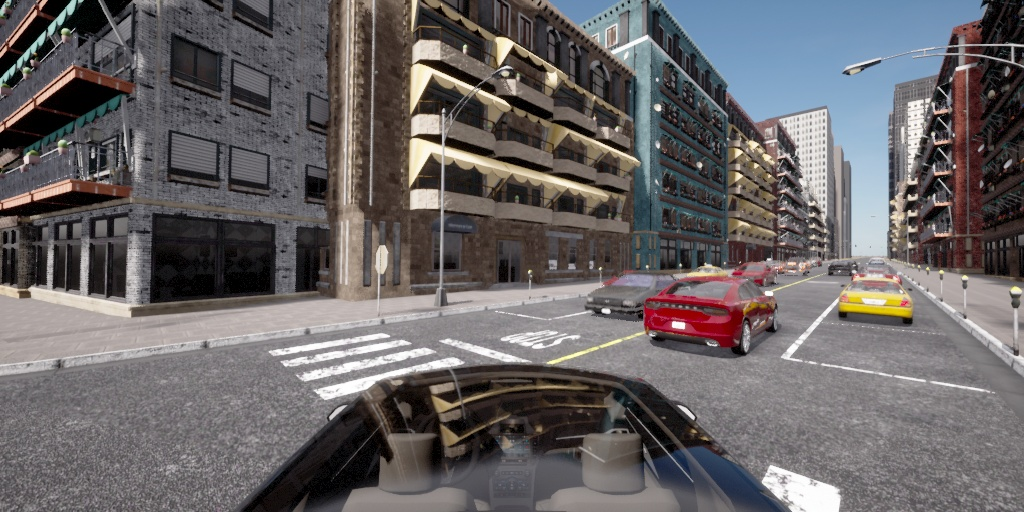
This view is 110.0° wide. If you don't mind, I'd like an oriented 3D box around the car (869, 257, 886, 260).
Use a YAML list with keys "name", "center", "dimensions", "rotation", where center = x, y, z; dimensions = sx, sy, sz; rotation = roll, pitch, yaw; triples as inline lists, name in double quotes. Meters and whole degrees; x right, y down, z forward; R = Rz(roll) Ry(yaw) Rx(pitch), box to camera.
- name: "car"
  center: [43.623, 1.213, 42.849]
  dimensions: [4.097, 1.591, 1.967]
  rotation: [0, 0, -44]

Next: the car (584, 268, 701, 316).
- name: "car"
  center: [4.805, 1.314, 12.947]
  dimensions: [5.357, 1.411, 2.033]
  rotation: [0, 0, -44]

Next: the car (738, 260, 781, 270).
- name: "car"
  center: [16.432, 1.255, 24.323]
  dimensions: [5.008, 1.535, 1.882]
  rotation: [0, 0, -44]

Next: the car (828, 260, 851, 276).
- name: "car"
  center: [34.239, 1.282, 37.299]
  dimensions: [4.892, 1.490, 1.837]
  rotation: [0, 0, -45]

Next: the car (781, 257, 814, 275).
- name: "car"
  center: [28.174, 0.856, 35.691]
  dimensions: [4.553, 1.767, 2.097]
  rotation: [0, 0, -44]

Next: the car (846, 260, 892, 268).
- name: "car"
  center: [19.870, 1.204, 19.590]
  dimensions: [4.097, 1.591, 1.967]
  rotation: [0, 0, -44]

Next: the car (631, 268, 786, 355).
- name: "car"
  center: [5.094, 1.235, 8.891]
  dimensions: [5.008, 1.535, 1.882]
  rotation: [0, 0, -44]

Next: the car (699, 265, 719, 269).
- name: "car"
  center: [13.847, 1.307, 25.424]
  dimensions: [4.829, 1.417, 1.751]
  rotation: [0, 0, -44]

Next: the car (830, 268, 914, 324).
- name: "car"
  center: [12.073, 1.283, 11.957]
  dimensions: [4.829, 1.417, 1.751]
  rotation: [0, 0, -44]
